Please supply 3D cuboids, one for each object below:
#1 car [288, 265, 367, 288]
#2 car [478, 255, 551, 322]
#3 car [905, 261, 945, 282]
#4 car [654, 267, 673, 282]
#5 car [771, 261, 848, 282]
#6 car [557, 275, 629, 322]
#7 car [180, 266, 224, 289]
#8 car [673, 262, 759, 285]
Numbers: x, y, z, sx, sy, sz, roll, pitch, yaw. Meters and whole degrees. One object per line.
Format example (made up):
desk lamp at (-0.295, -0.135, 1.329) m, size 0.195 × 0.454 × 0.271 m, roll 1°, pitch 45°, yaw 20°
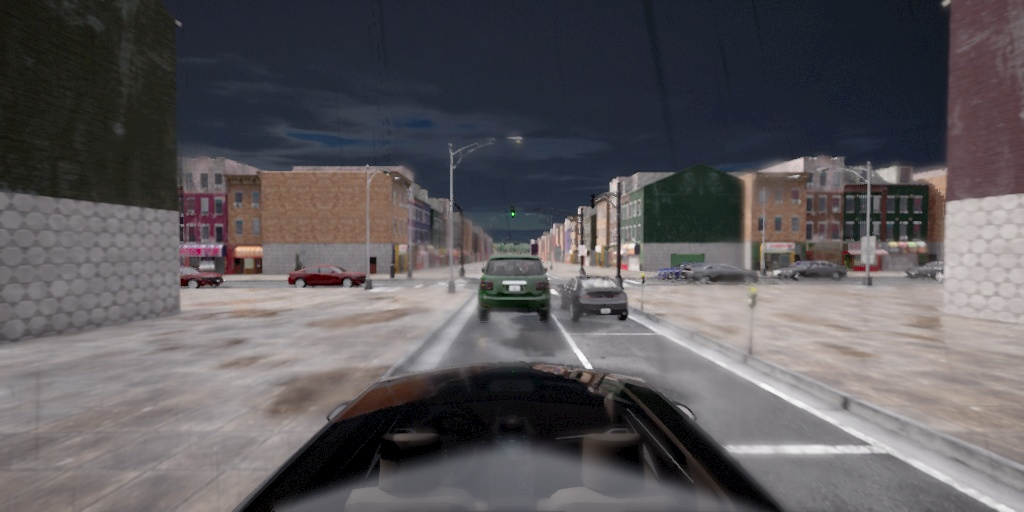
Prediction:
car at (-12.327, 1.351, 24.194) m, size 5.008 × 1.535 × 1.882 m, roll 0°, pitch 1°, yaw -1°
car at (0.089, 0.976, 12.475) m, size 2.150 × 2.045 × 5.566 m, roll 0°, pitch 0°, yaw 0°
car at (32.762, 1.118, 27.110) m, size 4.892 × 1.490 × 1.837 m, roll 0°, pitch 1°, yaw 0°
car at (13.275, 1.178, 27.148) m, size 4.674 × 1.442 × 1.812 m, roll 0°, pitch 1°, yaw 1°
car at (22.436, 1.105, 27.123) m, size 4.902 × 1.511 × 2.128 m, roll 0°, pitch 1°, yaw 0°
car at (2.637, 1.305, 12.233) m, size 2.007 × 1.370 × 4.403 m, roll 0°, pitch 0°, yaw 0°
car at (-22.317, 1.428, 24.190) m, size 5.008 × 1.535 × 1.882 m, roll -1°, pitch 1°, yaw 0°
car at (13.926, 1.200, 24.133) m, size 4.902 × 1.511 × 2.128 m, roll 0°, pitch 1°, yaw -1°
